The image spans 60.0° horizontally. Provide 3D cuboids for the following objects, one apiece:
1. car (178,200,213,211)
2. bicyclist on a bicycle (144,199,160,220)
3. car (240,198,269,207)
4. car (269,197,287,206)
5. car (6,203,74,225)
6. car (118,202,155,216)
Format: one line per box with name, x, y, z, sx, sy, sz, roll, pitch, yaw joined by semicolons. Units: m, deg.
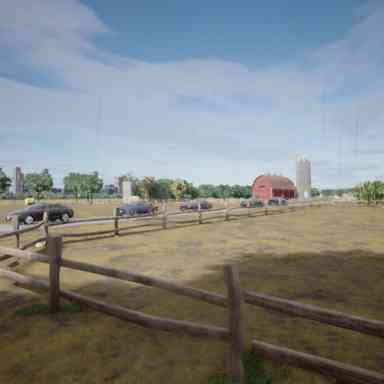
car;0.552;1.665;41.831;2.033;1.411;5.357;-2;-1;36
bicyclist on a bicycle;-3.160;1.414;26.297;1.656;1.620;0.582;0;0;35
car;8.874;1.601;48.553;2.033;1.411;5.357;-2;-1;36
car;14.574;1.606;56.669;1.837;1.490;4.892;-2;-2;35
car;-11.339;1.595;25.100;1.837;1.490;4.892;-2;-1;35
car;-5.601;1.668;33.179;1.994;1.385;4.181;-2;-1;35
